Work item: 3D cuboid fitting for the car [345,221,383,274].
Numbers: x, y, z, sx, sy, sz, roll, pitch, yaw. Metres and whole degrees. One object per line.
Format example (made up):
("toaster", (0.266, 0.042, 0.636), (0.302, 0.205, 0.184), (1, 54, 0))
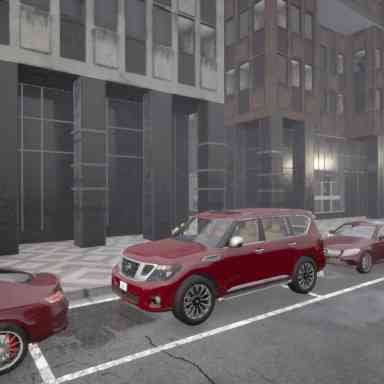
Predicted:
("car", (5.420, 1.581, 10.496), (4.206, 1.307, 1.802), (0, 0, -35))

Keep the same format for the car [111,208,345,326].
("car", (0.853, 1.315, 7.252), (5.009, 1.841, 2.192), (0, 0, -35))

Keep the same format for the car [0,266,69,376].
("car", (-3.714, 1.582, 4.006), (4.206, 1.307, 1.802), (0, 0, -35))
